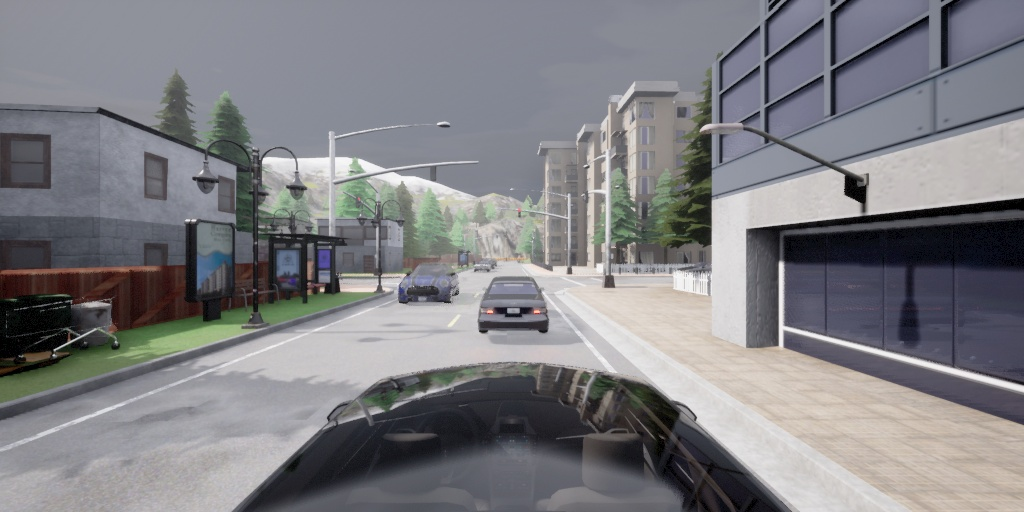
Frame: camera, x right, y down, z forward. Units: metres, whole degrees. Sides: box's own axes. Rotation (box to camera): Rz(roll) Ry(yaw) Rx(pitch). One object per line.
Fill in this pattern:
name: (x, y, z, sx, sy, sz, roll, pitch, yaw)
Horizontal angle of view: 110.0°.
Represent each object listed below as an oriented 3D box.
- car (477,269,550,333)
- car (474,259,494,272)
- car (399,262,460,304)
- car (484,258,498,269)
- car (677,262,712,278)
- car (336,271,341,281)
car: (0.041, 1.297, 10.701, 2.033, 1.411, 5.357, 0, 0, 0)
car: (-3.731, 1.351, 45.410, 1.895, 1.301, 4.718, 0, 0, 0)
car: (-3.592, 1.102, 16.249, 2.097, 1.767, 4.553, 0, 0, -3)
car: (-3.753, 1.102, 55.264, 2.097, 1.767, 4.553, 0, 0, 0)
car: (16.601, 1.257, 30.700, 4.902, 1.511, 2.128, 0, 0, -2)
car: (-14.637, 1.209, 25.031, 5.008, 1.535, 1.882, 0, 0, -6)
